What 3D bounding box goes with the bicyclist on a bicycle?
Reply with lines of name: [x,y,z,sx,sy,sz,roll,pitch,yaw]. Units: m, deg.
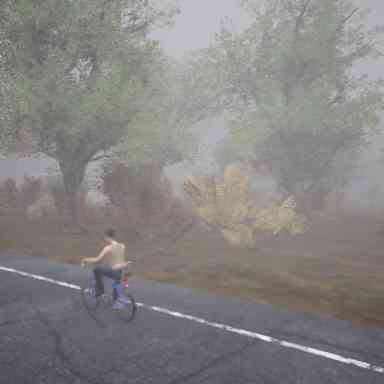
bicyclist on a bicycle: [-1.563,1.475,6.112,1.509,1.612,0.866,0,0,36]
